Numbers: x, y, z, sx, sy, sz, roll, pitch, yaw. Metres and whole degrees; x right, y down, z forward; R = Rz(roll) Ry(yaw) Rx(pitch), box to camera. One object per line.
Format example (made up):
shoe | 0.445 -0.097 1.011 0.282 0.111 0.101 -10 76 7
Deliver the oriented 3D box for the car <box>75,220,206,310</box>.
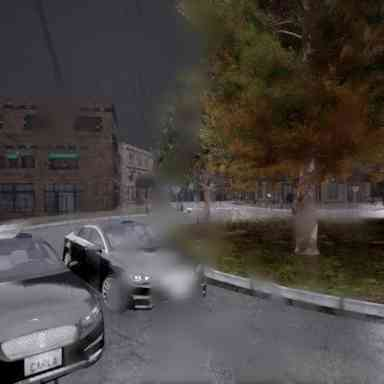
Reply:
car | -1.615 1.461 7.824 2.128 1.511 4.902 0 0 -35

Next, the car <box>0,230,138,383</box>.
car | -3.065 1.477 5.327 2.128 1.511 4.902 0 0 -39
